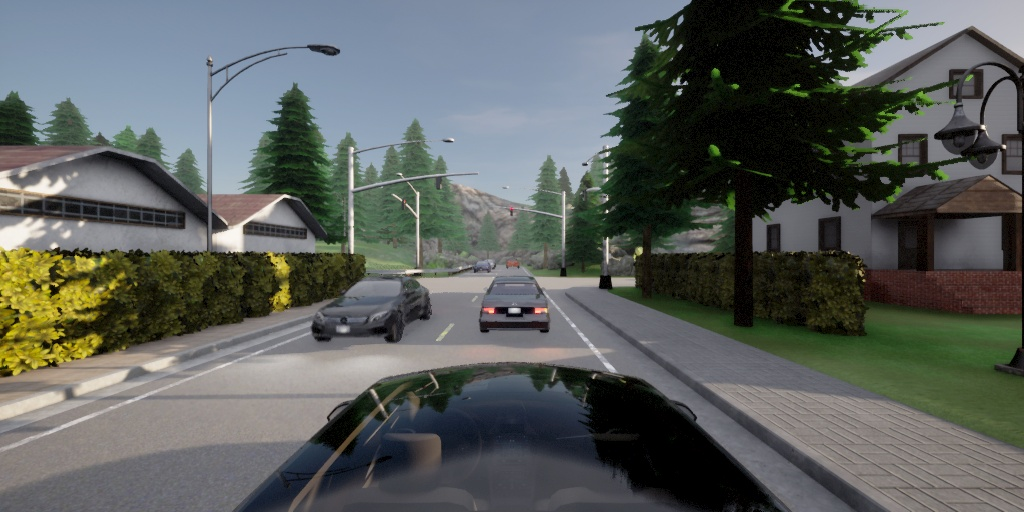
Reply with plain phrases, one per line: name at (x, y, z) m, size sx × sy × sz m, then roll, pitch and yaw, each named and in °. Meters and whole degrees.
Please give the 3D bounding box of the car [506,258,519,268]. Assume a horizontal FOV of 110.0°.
car at (0.088, 1.102, 61.501) m, size 2.097 × 1.767 × 4.553 m, roll 0°, pitch 0°, yaw -1°

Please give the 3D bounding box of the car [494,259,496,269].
car at (-3.561, 1.276, 53.665) m, size 1.812 × 1.442 × 4.674 m, roll 0°, pitch 0°, yaw 0°

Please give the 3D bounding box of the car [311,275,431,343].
car at (-3.515, 1.276, 9.870) m, size 1.812 × 1.442 × 4.674 m, roll 0°, pitch 0°, yaw 1°

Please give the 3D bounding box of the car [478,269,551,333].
car at (0.076, 1.297, 10.729) m, size 2.033 × 1.411 × 5.357 m, roll 0°, pitch 0°, yaw 0°

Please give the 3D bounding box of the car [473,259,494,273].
car at (-3.567, 1.276, 43.648) m, size 1.812 × 1.442 × 4.674 m, roll 0°, pitch 0°, yaw 0°
